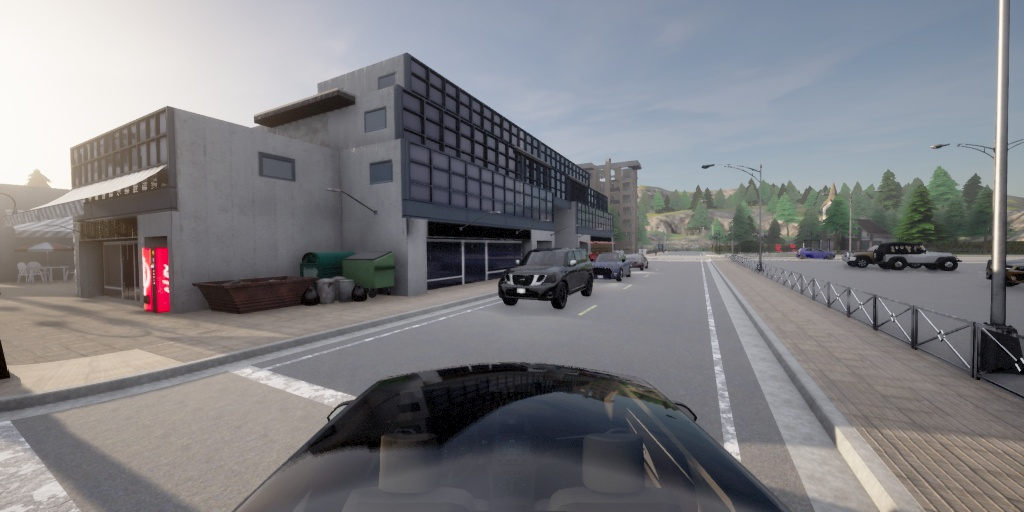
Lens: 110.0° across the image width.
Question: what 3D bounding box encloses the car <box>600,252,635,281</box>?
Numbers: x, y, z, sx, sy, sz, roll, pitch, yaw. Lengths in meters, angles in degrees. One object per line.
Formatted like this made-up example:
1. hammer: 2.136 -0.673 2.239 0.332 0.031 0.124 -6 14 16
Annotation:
1. car: 6.126 0.561 22.651 2.097 1.767 4.553 0 2 28

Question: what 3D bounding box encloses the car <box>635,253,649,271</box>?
1. car: 10.873 0.462 31.715 1.812 1.442 4.674 0 2 28

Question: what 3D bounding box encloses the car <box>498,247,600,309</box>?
1. car: 1.568 0.693 13.935 2.150 2.045 5.566 0 1 28
